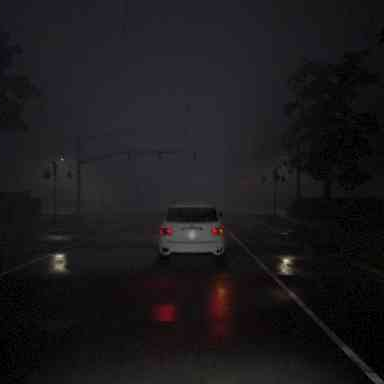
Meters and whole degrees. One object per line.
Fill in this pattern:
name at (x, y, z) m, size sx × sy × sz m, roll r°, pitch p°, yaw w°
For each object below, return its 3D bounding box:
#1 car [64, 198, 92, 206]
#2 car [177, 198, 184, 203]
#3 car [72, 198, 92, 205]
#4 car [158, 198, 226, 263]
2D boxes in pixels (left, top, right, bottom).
car at (-23.302, 1.951, 67.064) m, size 4.611 × 1.667 × 2.242 m, roll 0°, pitch -1°, yaw 1°
car at (-3.264, 2.473, 95.562) m, size 2.033 × 1.411 × 5.357 m, roll 0°, pitch -1°, yaw 0°
car at (-24.018, 2.168, 72.813) m, size 3.806 × 1.475 × 1.970 m, roll 0°, pitch -1°, yaw 1°
car at (0.009, 1.349, 12.575) m, size 2.150 × 2.045 × 5.566 m, roll 0°, pitch 0°, yaw 0°
